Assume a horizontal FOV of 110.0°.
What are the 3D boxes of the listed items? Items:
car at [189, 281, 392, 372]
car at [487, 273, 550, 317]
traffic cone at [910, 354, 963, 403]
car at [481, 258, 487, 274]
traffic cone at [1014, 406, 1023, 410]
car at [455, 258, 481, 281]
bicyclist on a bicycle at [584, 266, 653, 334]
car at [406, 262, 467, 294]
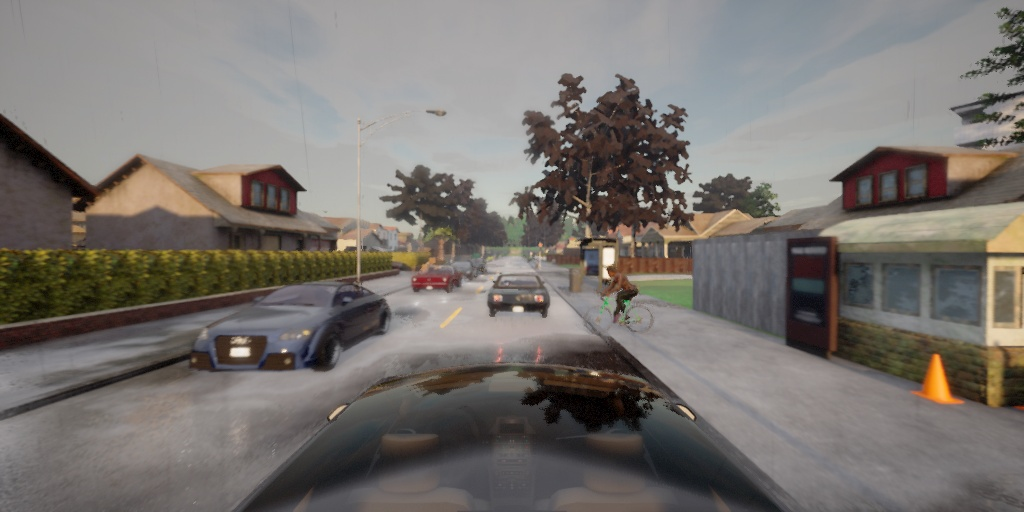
[{"bbox_3d":[-4.034,1.235,7.352,1.994,1.385,4.181,0,0,1],"label":"car"},{"bbox_3d":[0.235,1.253,12.684,1.895,1.301,4.718,0,1,1],"label":"car"},{"bbox_3d":[5.695,1.609,4.820,0.344,0.586,0.344,0,0,1],"label":"traffic cone"},{"bbox_3d":[-3.516,0.922,35.675,1.837,1.490,4.892,0,1,1],"label":"car"},{"bbox_3d":[6.407,1.590,4.288,0.344,0.586,0.344,0,0,1],"label":"traffic cone"},{"bbox_3d":[-3.635,1.066,26.653,1.812,1.442,4.674,0,1,1],"label":"car"},{"bbox_3d":[2.541,1.060,8.555,1.656,1.620,0.582,-1,1,1],"label":"bicyclist on a bicycle"},{"bbox_3d":[-3.850,1.167,19.041,1.895,1.301,4.718,0,1,1],"label":"car"}]
